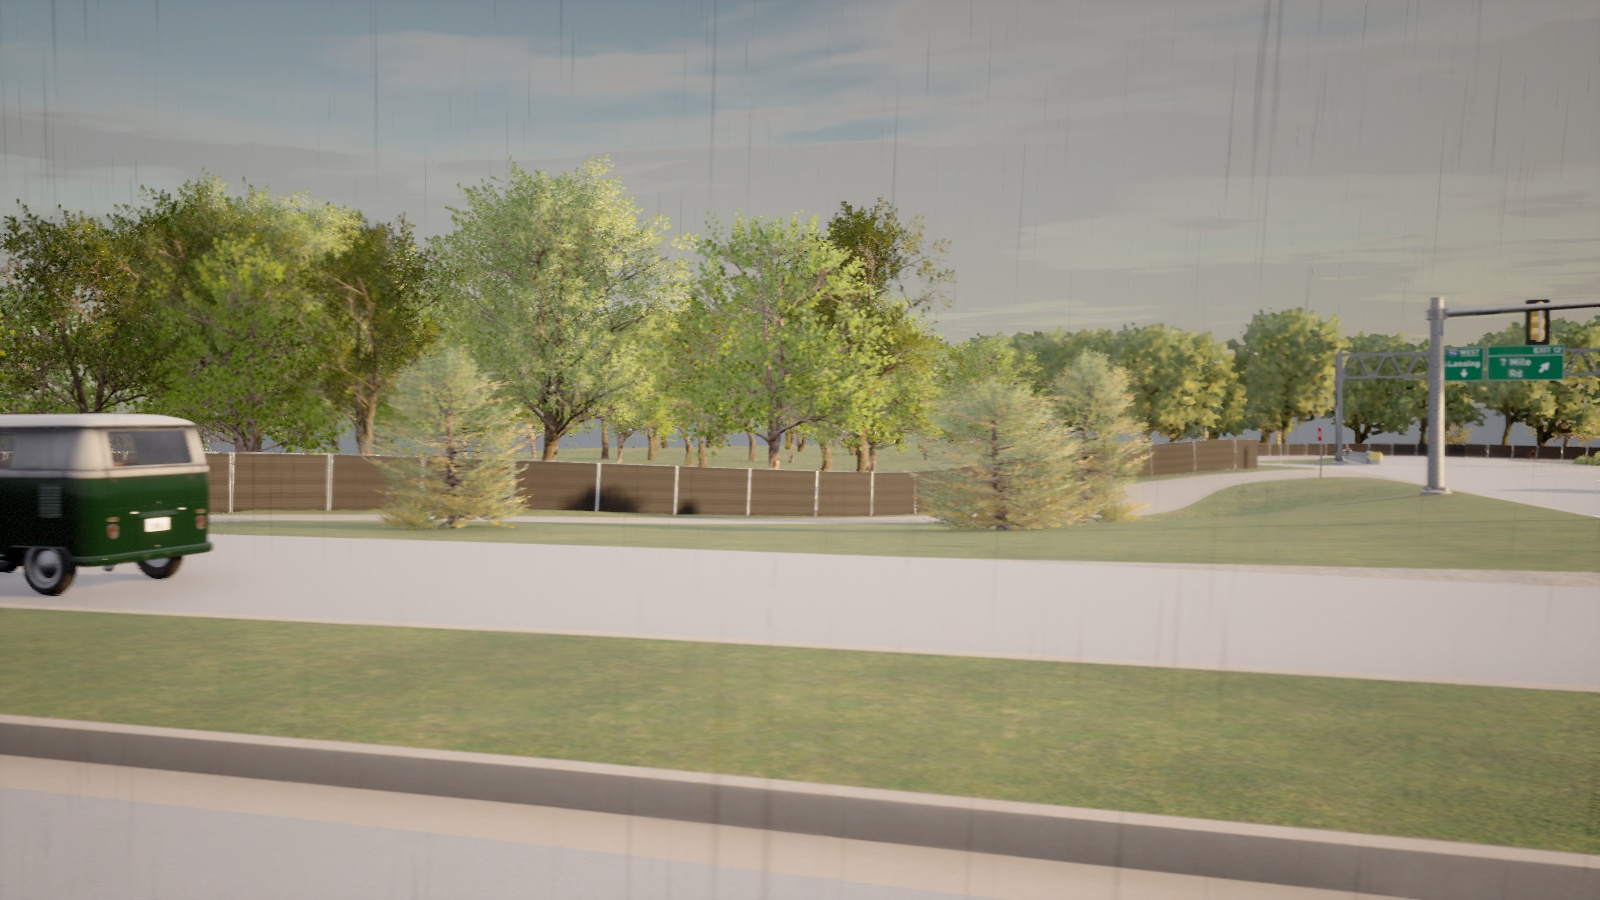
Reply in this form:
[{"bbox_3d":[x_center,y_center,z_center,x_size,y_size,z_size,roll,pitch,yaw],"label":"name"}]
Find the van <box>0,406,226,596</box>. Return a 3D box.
[{"bbox_3d":[-9.155,0.499,14.678,4.442,1.987,1.775,0,2,20],"label":"van"}]
